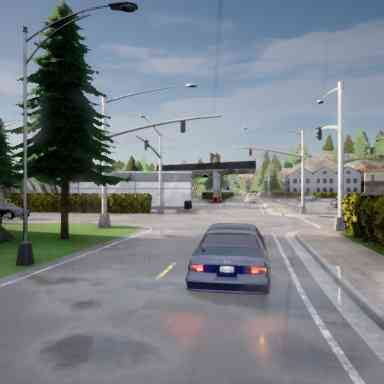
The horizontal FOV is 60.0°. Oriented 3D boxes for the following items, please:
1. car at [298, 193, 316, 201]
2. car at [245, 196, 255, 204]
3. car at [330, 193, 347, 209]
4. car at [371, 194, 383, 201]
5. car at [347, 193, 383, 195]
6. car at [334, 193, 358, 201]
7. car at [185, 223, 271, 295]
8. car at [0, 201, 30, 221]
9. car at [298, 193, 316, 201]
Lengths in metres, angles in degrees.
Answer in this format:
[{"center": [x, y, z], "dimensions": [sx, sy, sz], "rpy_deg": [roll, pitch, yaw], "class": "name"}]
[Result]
[{"center": [27.402, 1.077, 79.301], "dimensions": [3.866, 1.878, 1.905], "rpy_deg": [0, 0, 10], "class": "car"}, {"center": [11.235, 1.526, 64.808], "dimensions": [1.812, 1.442, 4.674], "rpy_deg": [0, 0, 10], "class": "car"}, {"center": [20.265, 1.330, 42.399], "dimensions": [5.027, 1.636, 2.152], "rpy_deg": [0, 0, 10], "class": "car"}, {"center": [45.645, 1.298, 79.766], "dimensions": [4.514, 1.523, 2.007], "rpy_deg": [0, 0, 10], "class": "car"}, {"center": [15.467, 1.222, 25.723], "dimensions": [5.566, 2.045, 2.150], "rpy_deg": [0, 0, 10], "class": "car"}, {"center": [34.573, 1.097, 74.686], "dimensions": [4.605, 1.855, 1.932], "rpy_deg": [0, 0, 10], "class": "car"}, {"center": [1.095, 1.547, 8.929], "dimensions": [2.033, 1.411, 5.357], "rpy_deg": [0, 0, 10], "class": "car"}, {"center": [-15.735, 1.491, 27.255], "dimensions": [4.902, 1.511, 2.128], "rpy_deg": [0, 0, 10], "class": "car"}, {"center": [26.218, 1.361, 76.135], "dimensions": [3.806, 1.475, 1.970], "rpy_deg": [0, 0, 10], "class": "car"}]
